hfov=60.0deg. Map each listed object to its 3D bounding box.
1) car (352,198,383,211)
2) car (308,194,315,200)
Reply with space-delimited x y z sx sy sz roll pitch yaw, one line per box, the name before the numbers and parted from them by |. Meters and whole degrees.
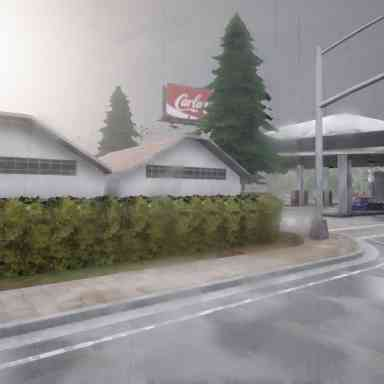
car | 20.814 1.480 39.371 4.611 1.667 2.242 0 0 -36
car | 31.815 1.330 88.879 2.152 1.636 5.027 0 0 -36
